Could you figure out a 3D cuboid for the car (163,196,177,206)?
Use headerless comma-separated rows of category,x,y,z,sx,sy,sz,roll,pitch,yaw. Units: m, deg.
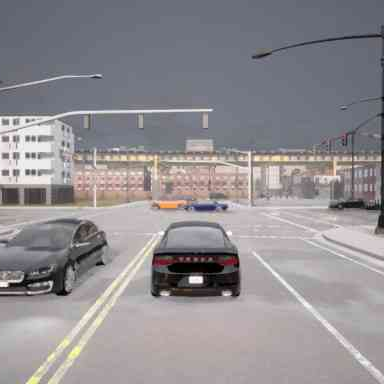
car,-3.569,1.505,54.848,1.837,1.490,4.892,0,0,0

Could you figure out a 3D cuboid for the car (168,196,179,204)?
car,-3.545,1.478,64.061,1.882,1.535,5.008,0,0,1

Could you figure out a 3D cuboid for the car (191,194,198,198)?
car,0.095,1.352,65.201,2.097,1.767,4.553,0,0,0

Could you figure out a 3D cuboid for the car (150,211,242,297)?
car,0.082,1.478,8.636,1.882,1.535,5.008,0,0,0

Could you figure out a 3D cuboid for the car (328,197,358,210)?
car,18.531,1.347,38.943,4.902,1.511,2.128,-1,0,1

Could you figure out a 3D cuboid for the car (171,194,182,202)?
car,-3.478,1.355,74.114,2.097,1.767,4.553,0,0,2

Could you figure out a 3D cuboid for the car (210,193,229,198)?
car,7.363,1.225,89.409,5.566,2.045,2.150,0,0,-38

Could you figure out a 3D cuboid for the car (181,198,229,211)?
car,1.544,1.562,35.996,4.718,1.301,1.895,0,0,4

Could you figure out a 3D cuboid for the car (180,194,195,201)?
car,-1.081,1.355,83.959,2.097,1.767,4.553,0,0,23

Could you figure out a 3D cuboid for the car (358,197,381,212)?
car,20.493,1.391,35.400,4.181,1.385,1.994,-1,0,1

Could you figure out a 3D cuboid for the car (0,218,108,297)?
car,-3.568,1.505,8.746,1.837,1.490,4.892,0,0,0

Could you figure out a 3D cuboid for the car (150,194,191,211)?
car,-2.745,1.325,39.795,4.553,1.767,2.097,0,0,4
